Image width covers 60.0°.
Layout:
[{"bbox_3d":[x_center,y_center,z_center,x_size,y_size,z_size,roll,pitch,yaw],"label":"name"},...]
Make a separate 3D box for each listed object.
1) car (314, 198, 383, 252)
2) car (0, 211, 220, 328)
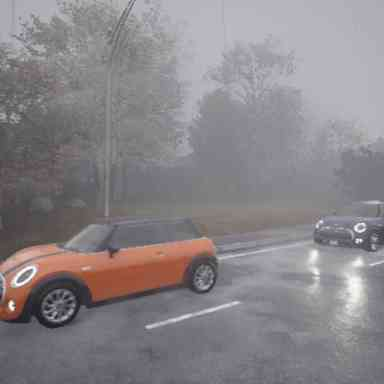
[{"bbox_3d":[6.882,1.180,13.205,4.553,1.767,2.097,-2,1,-35],"label":"car"},{"bbox_3d":[-1.643,1.340,7.119,4.553,1.767,2.097,-1,0,-36],"label":"car"}]
